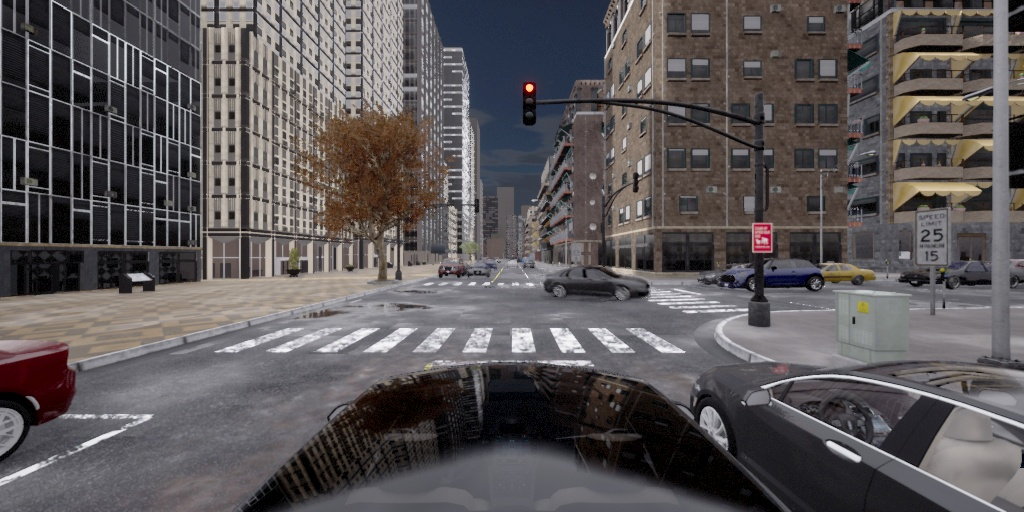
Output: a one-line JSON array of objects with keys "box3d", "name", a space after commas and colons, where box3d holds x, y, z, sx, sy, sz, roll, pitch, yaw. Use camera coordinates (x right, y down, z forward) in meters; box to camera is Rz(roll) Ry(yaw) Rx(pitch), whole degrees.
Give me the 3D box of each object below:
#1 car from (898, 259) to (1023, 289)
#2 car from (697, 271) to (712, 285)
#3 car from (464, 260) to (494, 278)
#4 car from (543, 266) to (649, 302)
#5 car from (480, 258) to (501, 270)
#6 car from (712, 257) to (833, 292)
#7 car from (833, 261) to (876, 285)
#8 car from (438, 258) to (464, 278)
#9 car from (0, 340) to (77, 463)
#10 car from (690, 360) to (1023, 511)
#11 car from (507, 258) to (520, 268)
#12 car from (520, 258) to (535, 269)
[{"box3d": [23.904, 0.953, 18.958, 5.357, 1.411, 2.033, -1, 0, -1], "name": "car"}, {"box3d": [13.434, 1.102, 21.441, 4.403, 1.370, 2.007, 0, 0, -1], "name": "car"}, {"box3d": [-3.101, 1.338, 34.120, 1.994, 1.385, 4.181, 0, 0, 0], "name": "car"}, {"box3d": [3.858, 1.252, 16.898, 4.892, 1.490, 1.837, -1, 2, 29], "name": "car"}, {"box3d": [-3.097, 1.343, 52.190, 2.033, 1.411, 5.357, 0, 0, 0], "name": "car"}, {"box3d": [13.522, 0.902, 18.877, 4.553, 1.767, 2.097, -1, 0, 0], "name": "car"}, {"box3d": [18.831, 0.999, 21.496, 4.829, 1.417, 1.751, 0, 0, -1], "name": "car"}, {"box3d": [-5.693, 1.089, 34.412, 2.192, 1.841, 5.009, 0, 0, 0], "name": "car"}, {"box3d": [-5.692, 1.295, 2.024, 1.888, 1.381, 4.507, 0, 0, 0], "name": "car"}, {"box3d": [2.689, 1.300, 2.024, 2.007, 1.370, 4.403, 0, 0, 0], "name": "car"}, {"box3d": [0.101, 1.338, 63.604, 1.812, 1.442, 4.674, 0, 0, 0], "name": "car"}, {"box3d": [2.688, 1.367, 56.503, 1.948, 1.339, 4.313, 0, 0, 0], "name": "car"}]
